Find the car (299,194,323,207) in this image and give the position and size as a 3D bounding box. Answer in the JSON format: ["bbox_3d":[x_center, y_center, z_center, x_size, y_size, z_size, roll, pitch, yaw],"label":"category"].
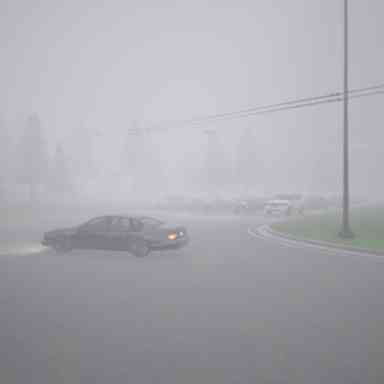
[{"bbox_3d":[17.568,1.182,49.069,2.097,1.767,4.553,0,0,37],"label":"car"}]

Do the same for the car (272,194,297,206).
[{"bbox_3d":[14.043,1.183,50.240,2.097,1.767,4.553,0,0,37],"label":"car"}]

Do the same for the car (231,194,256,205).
[{"bbox_3d":[8.419,1.177,54.374,2.097,1.767,4.553,0,0,37],"label":"car"}]

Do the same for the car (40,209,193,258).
[{"bbox_3d":[-2.820,1.512,12.321,5.357,1.411,2.033,0,0,14],"label":"car"}]

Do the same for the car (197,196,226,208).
[{"bbox_3d":[2.835,1.379,46.948,1.812,1.442,4.674,0,0,37],"label":"car"}]

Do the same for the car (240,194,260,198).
[{"bbox_3d":[8.543,1.364,42.902,1.837,1.490,4.892,0,0,37],"label":"car"}]

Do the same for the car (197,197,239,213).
[{"bbox_3d":[2.969,1.489,35.429,1.895,1.301,4.718,0,0,37],"label":"car"}]

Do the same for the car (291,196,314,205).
[{"bbox_3d":[18.794,1.354,56.602,2.033,1.411,5.357,0,0,37],"label":"car"}]

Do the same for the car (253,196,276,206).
[{"bbox_3d":[11.590,1.352,52.785,1.812,1.442,4.674,0,0,37],"label":"car"}]

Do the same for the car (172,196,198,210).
[{"bbox_3d":[0.185,1.411,37.546,1.812,1.442,4.674,0,0,36],"label":"car"}]

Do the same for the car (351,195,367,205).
[{"bbox_3d":[27.921,1.323,56.134,4.674,1.442,1.812,0,0,-44],"label":"car"}]

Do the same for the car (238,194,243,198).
[{"bbox_3d":[5.915,1.403,45.233,2.033,1.411,5.357,0,0,37],"label":"car"}]

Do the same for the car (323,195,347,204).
[{"bbox_3d":[25.128,1.341,58.307,2.033,1.411,5.357,0,0,44],"label":"car"}]

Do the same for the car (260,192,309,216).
[{"bbox_3d":[8.915,1.114,31.692,2.150,2.045,5.566,0,0,37],"label":"car"}]

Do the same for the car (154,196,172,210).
[{"bbox_3d":[-2.433,1.233,39.891,2.097,1.767,4.553,0,0,37],"label":"car"}]

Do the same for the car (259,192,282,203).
[{"bbox_3d":[14.803,1.014,62.702,2.150,2.045,5.566,0,0,38],"label":"car"}]

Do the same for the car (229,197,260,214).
[{"bbox_3d":[5.969,1.491,33.599,1.895,1.301,4.718,0,0,37],"label":"car"}]

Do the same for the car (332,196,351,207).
[{"bbox_3d":[20.813,1.336,47.541,1.837,1.490,4.892,0,0,37],"label":"car"}]

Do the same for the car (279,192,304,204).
[{"bbox_3d":[18.449,1.014,61.552,2.150,2.045,5.566,0,0,42],"label":"car"}]

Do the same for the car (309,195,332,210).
[{"bbox_3d":[14.738,1.367,39.489,1.837,1.490,4.892,0,0,37],"label":"car"}]
